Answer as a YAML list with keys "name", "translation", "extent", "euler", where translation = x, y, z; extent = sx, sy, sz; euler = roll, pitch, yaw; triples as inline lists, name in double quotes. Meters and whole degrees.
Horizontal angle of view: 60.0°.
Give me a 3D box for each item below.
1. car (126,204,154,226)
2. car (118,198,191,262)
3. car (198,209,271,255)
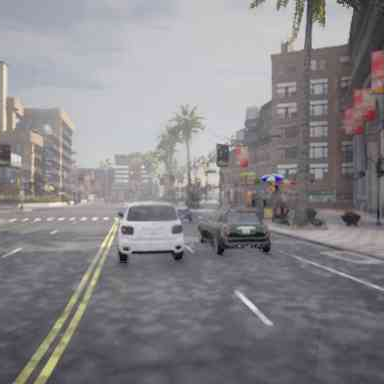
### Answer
- name: "car"
  translation: [-4.371, 1.818, 27.541]
  extent: [2.033, 1.411, 5.357]
  euler: [0, -1, -10]
- name: "car"
  translation: [-1.667, 1.352, 12.858]
  extent: [2.150, 2.045, 5.566]
  euler: [0, 0, -10]
- name: "car"
  translation: [1.630, 1.492, 14.327]
  extent: [2.097, 1.767, 4.553]
  euler: [0, -1, -10]
